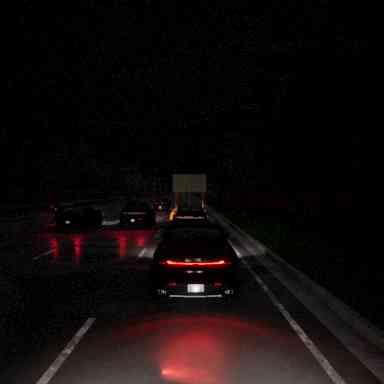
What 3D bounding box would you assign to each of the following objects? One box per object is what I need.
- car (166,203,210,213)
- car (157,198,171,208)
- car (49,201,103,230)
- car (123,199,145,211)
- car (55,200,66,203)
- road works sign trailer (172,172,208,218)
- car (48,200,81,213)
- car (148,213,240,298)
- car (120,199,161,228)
[{"bbox_3d":[-0.052,1.488,18.870,2.128,1.511,4.902,0,0,1],"label":"car"},{"bbox_3d":[-3.704,1.502,41.191,1.837,1.490,4.892,0,-1,0],"label":"car"},{"bbox_3d":[-7.042,1.526,21.095,1.812,1.442,4.674,0,0,0],"label":"car"},{"bbox_3d":[-7.210,1.600,41.747,1.895,1.301,4.718,0,0,0],"label":"car"},{"bbox_3d":[-10.610,1.525,29.423,1.812,1.442,4.674,0,0,0],"label":"car"},{"bbox_3d":[-0.170,0.464,22.740,2.380,3.560,2.880,0,0,-3],"label":"road works sign trailer"},{"bbox_3d":[-14.174,1.600,37.300,1.895,1.301,4.718,0,0,0],"label":"car"},{"bbox_3d":[0.053,1.505,8.482,1.837,1.490,4.892,0,0,0],"label":"car"},{"bbox_3d":[-3.550,1.490,22.241,2.128,1.511,4.902,0,0,0],"label":"car"}]
